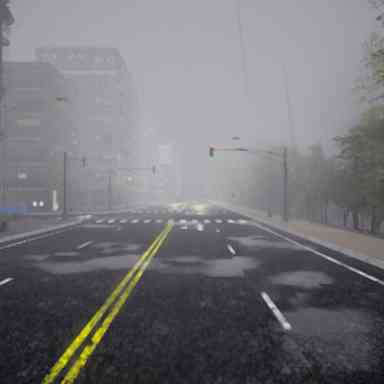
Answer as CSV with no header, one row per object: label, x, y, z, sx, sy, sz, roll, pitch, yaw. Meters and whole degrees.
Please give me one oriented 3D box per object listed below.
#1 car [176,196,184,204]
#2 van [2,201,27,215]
car,-3.217,2.156,92.705,2.150,2.045,5.566,0,-1,0
van,-22.715,2.003,41.442,3.998,1.788,1.690,-1,0,-1
